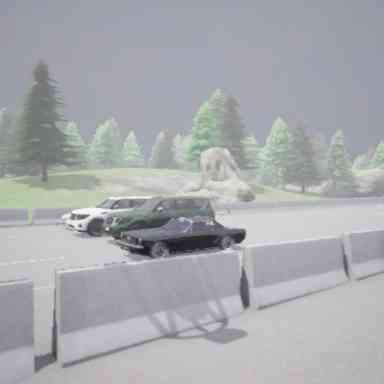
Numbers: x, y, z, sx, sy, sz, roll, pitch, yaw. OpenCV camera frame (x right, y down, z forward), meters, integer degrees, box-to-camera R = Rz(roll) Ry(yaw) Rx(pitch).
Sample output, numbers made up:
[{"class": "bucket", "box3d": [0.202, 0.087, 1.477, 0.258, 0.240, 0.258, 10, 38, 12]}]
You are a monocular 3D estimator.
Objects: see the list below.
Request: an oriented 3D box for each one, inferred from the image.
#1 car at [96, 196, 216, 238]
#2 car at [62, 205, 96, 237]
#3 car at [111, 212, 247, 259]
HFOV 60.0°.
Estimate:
[{"class": "car", "box3d": [-1.362, 1.227, 15.800, 5.566, 2.045, 2.150, 0, 0, -35]}, {"class": "car", "box3d": [-3.842, 1.241, 18.336, 5.566, 2.045, 2.150, 0, 0, -35]}, {"class": "car", "box3d": [-0.283, 1.611, 12.283, 4.718, 1.301, 1.895, 0, 0, -35]}]
